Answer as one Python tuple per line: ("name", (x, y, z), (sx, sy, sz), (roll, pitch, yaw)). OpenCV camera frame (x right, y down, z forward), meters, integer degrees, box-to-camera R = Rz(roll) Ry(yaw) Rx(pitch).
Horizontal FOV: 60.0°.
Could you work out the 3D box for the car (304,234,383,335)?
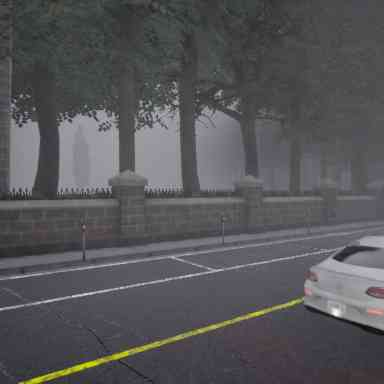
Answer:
("car", (4.003, 1.525, 6.169), (4.674, 1.442, 1.812), (1, 0, -35))
